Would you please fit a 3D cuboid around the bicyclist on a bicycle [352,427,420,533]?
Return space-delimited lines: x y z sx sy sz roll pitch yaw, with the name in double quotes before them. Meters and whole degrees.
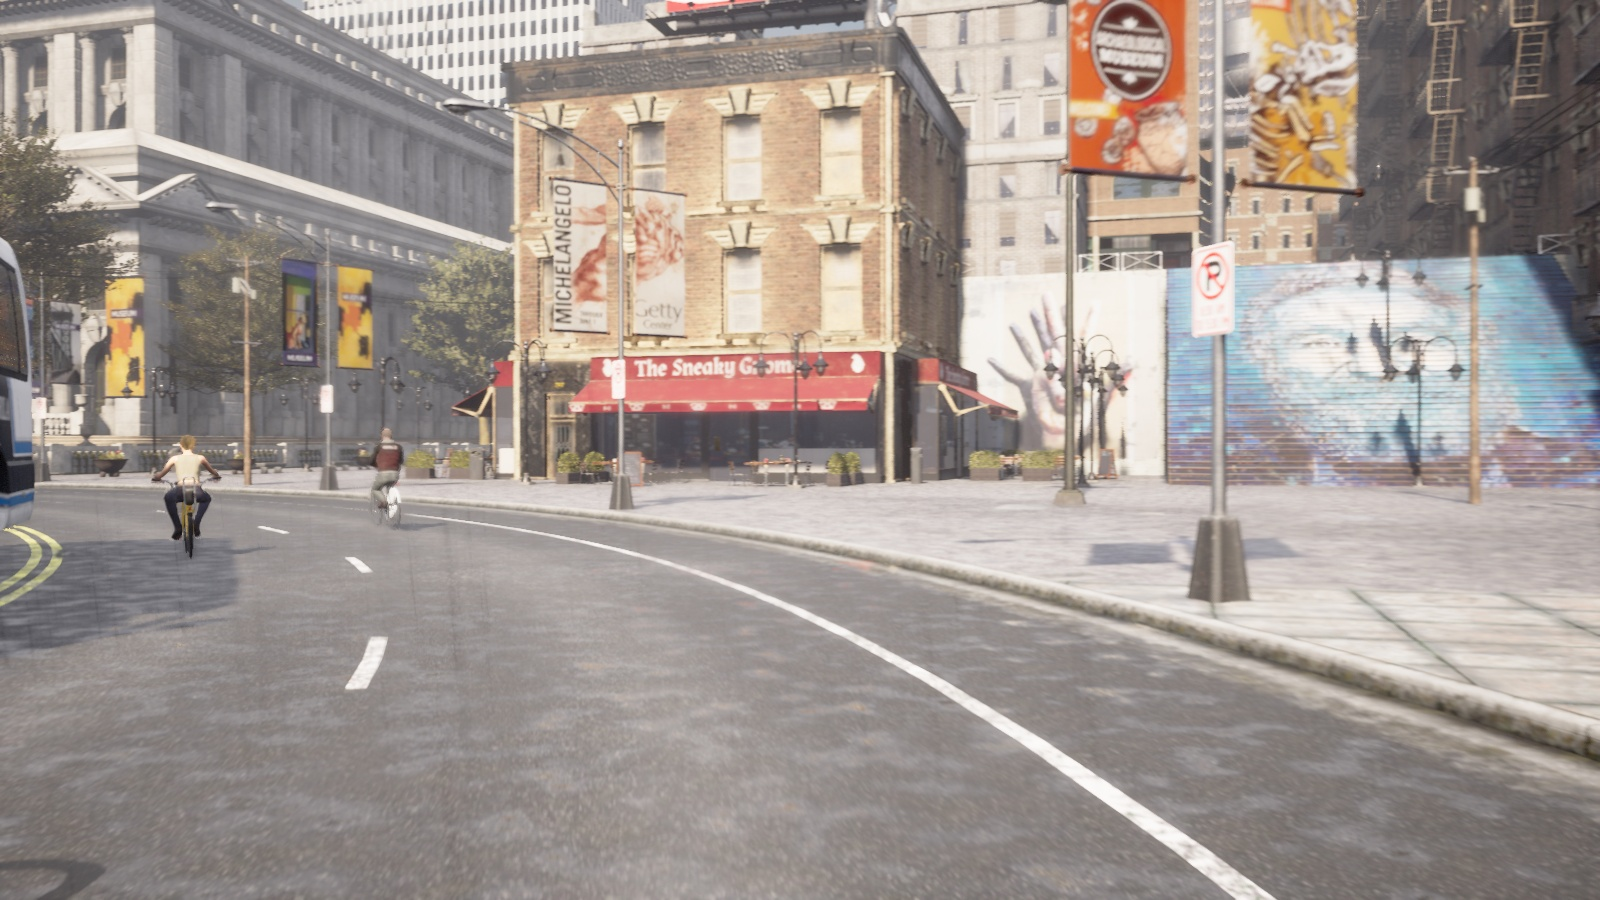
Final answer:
"bicyclist on a bicycle" -7.279 0.495 22.025 0.659 1.776 1.843 -1 1 -33

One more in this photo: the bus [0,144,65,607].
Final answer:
"bus" -9.023 -0.686 10.443 3.944 4.253 10.273 0 0 -24

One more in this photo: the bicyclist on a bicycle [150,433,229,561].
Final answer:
"bicyclist on a bicycle" -8.193 0.591 16.834 0.866 1.612 1.509 -1 1 -28
